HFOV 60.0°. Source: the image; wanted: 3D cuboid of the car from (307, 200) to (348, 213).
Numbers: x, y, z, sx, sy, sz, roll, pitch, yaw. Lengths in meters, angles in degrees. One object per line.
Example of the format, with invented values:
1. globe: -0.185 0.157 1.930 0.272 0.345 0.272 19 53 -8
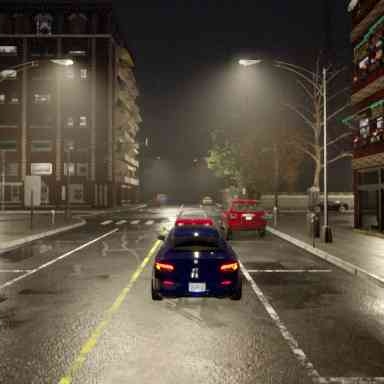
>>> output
1. car: 15.172 1.607 37.190 4.313 1.339 1.947 0 -1 0

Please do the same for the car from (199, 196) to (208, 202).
1. car: 2.616 1.622 78.327 1.947 1.339 4.313 1 0 0

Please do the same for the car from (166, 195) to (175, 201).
1. car: -5.777 1.620 89.403 2.008 1.369 4.403 1 0 0

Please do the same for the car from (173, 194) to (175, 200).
1. car: -5.764 1.607 78.325 2.008 1.369 4.403 1 0 0

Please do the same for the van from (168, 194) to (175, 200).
1. van: -5.779 1.417 94.941 1.690 1.788 3.998 1 0 0

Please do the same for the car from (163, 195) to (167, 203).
1. car: -5.740 1.616 56.170 1.802 1.307 4.206 1 0 0

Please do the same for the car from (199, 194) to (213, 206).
1. car: 2.641 1.560 56.344 1.752 1.417 4.829 1 0 0

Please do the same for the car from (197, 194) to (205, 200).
1. car: 2.602 1.391 94.940 2.192 1.841 5.009 1 0 0

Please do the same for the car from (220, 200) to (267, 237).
1. car: 2.688 1.322 18.144 2.192 1.841 5.009 1 0 0

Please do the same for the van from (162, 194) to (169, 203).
1. van: -5.741 1.380 61.709 1.690 1.788 3.998 1 0 0

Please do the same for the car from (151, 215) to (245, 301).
1. car: 0.092 1.529 8.211 1.812 1.442 4.674 0 0 0

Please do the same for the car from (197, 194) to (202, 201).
1. car: 2.622 1.601 72.788 2.008 1.369 4.403 1 0 0

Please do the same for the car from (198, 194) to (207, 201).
1. car: 2.614 1.377 83.865 2.192 1.841 5.009 1 0 0

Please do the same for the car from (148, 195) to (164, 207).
1. car: -5.733 1.612 50.633 1.802 1.307 4.206 1 0 0

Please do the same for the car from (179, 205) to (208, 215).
1. car: 0.081 1.608 17.954 1.895 1.301 4.718 0 0 0

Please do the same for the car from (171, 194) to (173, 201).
1. car: -5.758 1.632 72.787 1.802 1.307 4.206 1 0 0

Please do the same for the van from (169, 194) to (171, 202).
1. van: -5.748 1.385 67.248 1.690 1.788 3.998 1 0 0
